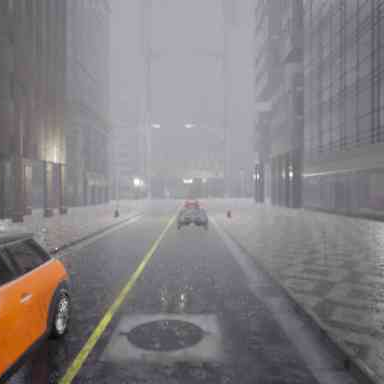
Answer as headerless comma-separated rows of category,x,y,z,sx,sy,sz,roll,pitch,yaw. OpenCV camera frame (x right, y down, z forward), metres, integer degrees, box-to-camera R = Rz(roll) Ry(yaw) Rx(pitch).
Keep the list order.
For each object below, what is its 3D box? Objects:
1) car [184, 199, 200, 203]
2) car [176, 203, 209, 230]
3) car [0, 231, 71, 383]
car,-0.030,1.529,40.648,1.812,1.442,4.674,0,0,0
car,0.033,1.603,21.281,1.895,1.301,4.718,0,0,0
car,-3.006,1.360,3.507,2.097,1.767,4.553,0,0,0
